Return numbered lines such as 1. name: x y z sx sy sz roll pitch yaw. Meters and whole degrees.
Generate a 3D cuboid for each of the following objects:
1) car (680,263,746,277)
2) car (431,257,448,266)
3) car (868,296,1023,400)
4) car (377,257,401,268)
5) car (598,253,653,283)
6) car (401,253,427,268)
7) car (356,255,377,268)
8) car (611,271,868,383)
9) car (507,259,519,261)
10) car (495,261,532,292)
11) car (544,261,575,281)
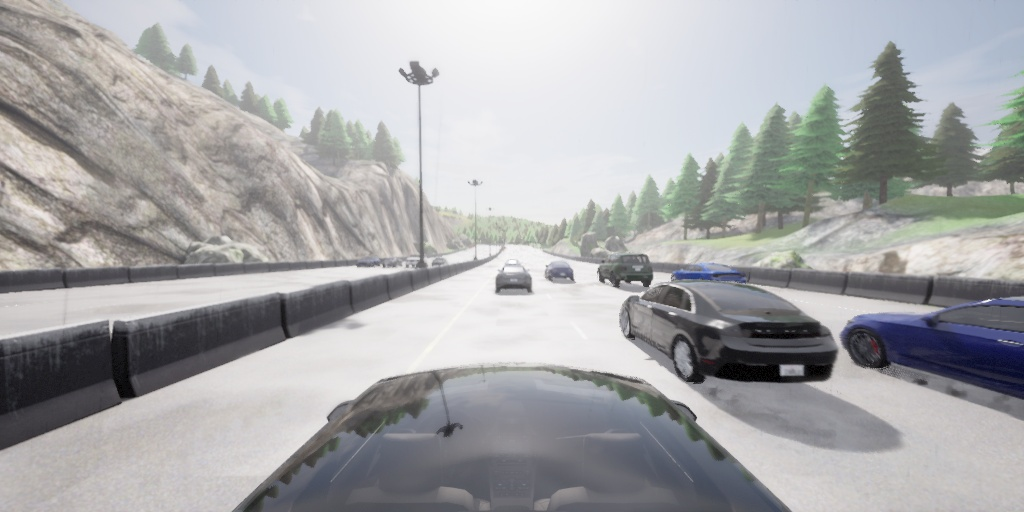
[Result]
1. car: 10.597 1.114 19.706 1.882 1.535 5.008 0 0 0
2. car: -10.516 0.939 52.304 1.837 1.490 4.892 0 0 0
3. car: 7.099 1.256 4.760 1.812 1.442 4.674 0 0 0
4. car: -17.514 0.921 52.550 2.128 1.511 4.902 0 0 0
5. car: 7.096 0.839 22.908 2.150 2.045 5.566 0 1 0
6. car: -14.012 0.645 52.751 2.150 2.045 5.566 0 0 0
7. car: -21.014 0.778 52.567 2.097 1.767 4.553 0 1 0
8. car: 3.599 1.220 7.030 1.837 1.490 4.892 0 0 0
9. car: 0.094 1.065 38.418 2.033 1.411 5.357 0 0 0
10. car: 0.097 1.196 20.295 1.994 1.385 4.181 0 0 0
11. car: 3.596 1.111 27.621 1.812 1.442 4.674 0 1 0
